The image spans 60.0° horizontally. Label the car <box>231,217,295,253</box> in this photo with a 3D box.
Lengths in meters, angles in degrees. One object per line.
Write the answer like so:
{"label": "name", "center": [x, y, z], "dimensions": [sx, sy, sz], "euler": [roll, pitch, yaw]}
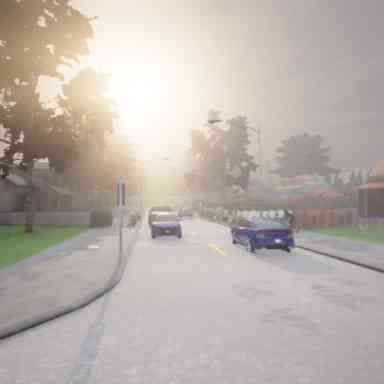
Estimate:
{"label": "car", "center": [3.266, 1.972, 16.275], "dimensions": [1.882, 1.535, 5.008], "euler": [0, -2, -7]}

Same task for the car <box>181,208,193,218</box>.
{"label": "car", "center": [-0.927, 3.118, 48.935], "dimensions": [2.033, 1.411, 5.357], "euler": [0, -2, -7]}

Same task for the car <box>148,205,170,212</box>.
{"label": "car", "center": [-3.052, 2.290, 32.474], "dimensions": [2.150, 2.045, 5.566], "euler": [0, -2, -8]}

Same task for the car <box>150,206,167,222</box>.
{"label": "car", "center": [-4.316, 2.754, 42.587], "dimensions": [2.097, 1.767, 4.553], "euler": [0, -2, -7]}

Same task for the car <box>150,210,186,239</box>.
{"label": "car", "center": [-1.784, 2.221, 22.601], "dimensions": [1.882, 1.535, 5.008], "euler": [0, -2, -7]}

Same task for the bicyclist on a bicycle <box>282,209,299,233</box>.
{"label": "bicyclist on a bicycle", "center": [6.630, 2.024, 23.004], "dimensions": [1.656, 1.620, 0.582], "euler": [-1, -2, -7]}
